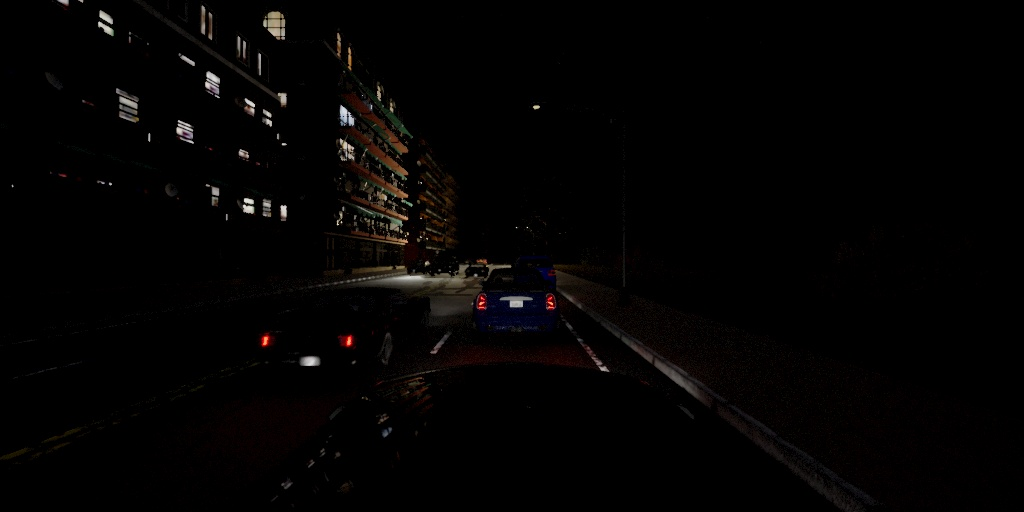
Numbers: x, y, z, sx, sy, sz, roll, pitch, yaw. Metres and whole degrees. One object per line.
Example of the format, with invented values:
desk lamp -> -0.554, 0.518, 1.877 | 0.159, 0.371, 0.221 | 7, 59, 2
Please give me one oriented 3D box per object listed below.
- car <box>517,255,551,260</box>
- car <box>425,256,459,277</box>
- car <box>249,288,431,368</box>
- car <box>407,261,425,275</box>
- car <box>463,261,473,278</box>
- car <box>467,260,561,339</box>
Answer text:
car -> 1.137, 0.978, 19.795 | 2.150, 2.045, 5.566 | 0, 0, 0
car -> -6.599, 0.975, 35.512 | 2.150, 2.045, 5.566 | 0, 0, 0
car -> -3.152, 1.352, 7.827 | 1.895, 1.301, 4.718 | 0, 0, 0
car -> -9.850, 1.245, 38.494 | 2.128, 1.511, 4.902 | 0, 0, 0
car -> -3.150, 1.355, 33.418 | 1.895, 1.301, 4.718 | 0, 0, 0
car -> 0.098, 1.104, 10.220 | 2.097, 1.767, 4.553 | 0, 0, 0
